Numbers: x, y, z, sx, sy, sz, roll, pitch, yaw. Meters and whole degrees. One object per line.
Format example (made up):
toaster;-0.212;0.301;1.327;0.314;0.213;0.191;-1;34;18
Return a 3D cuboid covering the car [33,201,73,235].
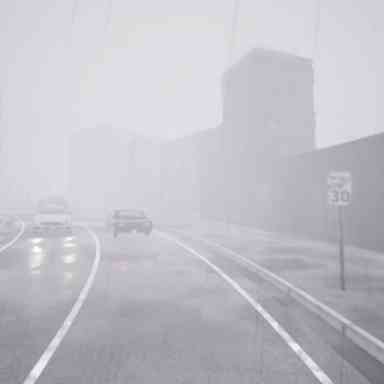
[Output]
car;-7.650;1.439;18.289;1.812;1.442;4.674;2;0;-24

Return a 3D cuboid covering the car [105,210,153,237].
car;-3.565;1.600;18.107;1.895;1.301;4.718;1;0;-21

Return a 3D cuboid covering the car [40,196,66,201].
car;-15.126;1.181;36.015;2.097;1.767;4.553;3;-1;-41
